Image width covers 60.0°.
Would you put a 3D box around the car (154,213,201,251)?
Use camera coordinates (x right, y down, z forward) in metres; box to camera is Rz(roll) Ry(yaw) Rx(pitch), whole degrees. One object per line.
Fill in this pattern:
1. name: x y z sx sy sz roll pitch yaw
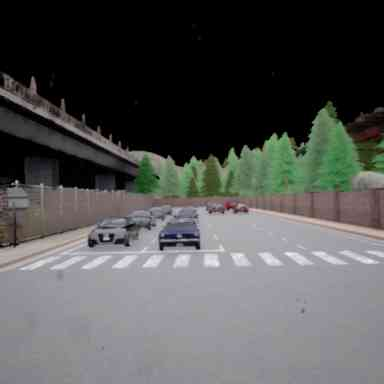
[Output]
1. car: -0.495 1.960 16.204 1.895 1.301 4.718 -1 -1 1

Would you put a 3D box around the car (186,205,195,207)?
1. car: -0.283 2.342 34.951 1.895 1.301 4.718 -1 -1 1

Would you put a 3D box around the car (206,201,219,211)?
1. car: 3.672 2.536 61.170 2.097 1.767 4.553 -1 -1 0

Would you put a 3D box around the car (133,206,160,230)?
1. car: -3.885 2.154 26.096 1.837 1.490 4.892 -1 -1 1

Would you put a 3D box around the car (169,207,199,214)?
1. car: -0.396 2.102 24.989 1.994 1.385 4.181 -1 -1 1

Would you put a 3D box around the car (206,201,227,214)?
1. car: 3.552 2.284 48.844 2.097 1.767 4.553 -1 -1 1

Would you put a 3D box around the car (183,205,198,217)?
1. car: -0.143 2.511 45.064 1.994 1.385 4.181 -1 -1 1

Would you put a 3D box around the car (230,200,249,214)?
1. car: 7.000 2.347 47.644 1.812 1.442 4.674 -1 -1 1

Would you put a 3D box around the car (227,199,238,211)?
1. car: 7.042 2.247 57.606 2.150 2.045 5.566 -1 -1 1

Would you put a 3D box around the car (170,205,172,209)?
1. car: -3.616 2.572 46.654 1.837 1.490 4.892 -1 -1 1

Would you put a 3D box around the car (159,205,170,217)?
1. car: -3.770 2.361 36.250 1.837 1.490 4.892 -1 -1 1

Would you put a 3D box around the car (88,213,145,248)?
1. car: -3.978 2.038 17.528 1.994 1.385 4.181 -1 -1 1
